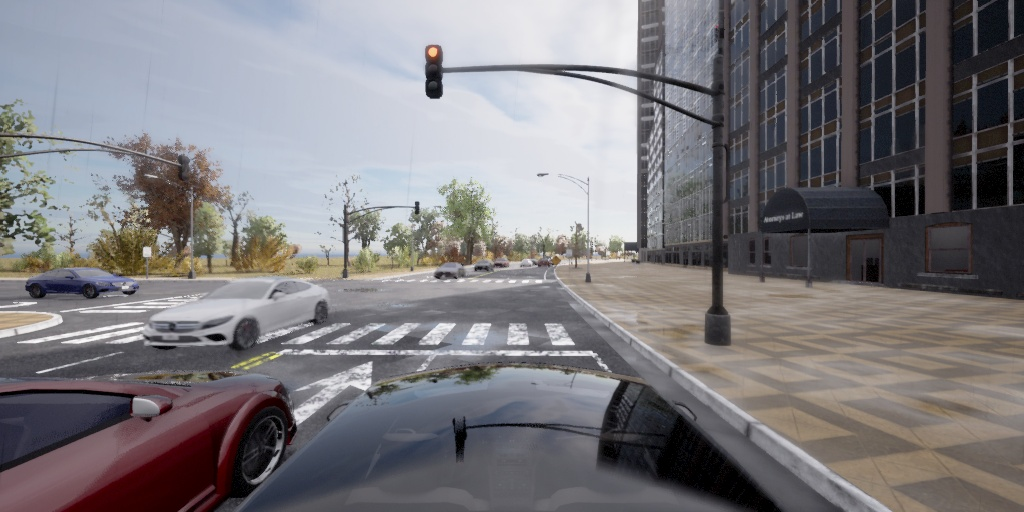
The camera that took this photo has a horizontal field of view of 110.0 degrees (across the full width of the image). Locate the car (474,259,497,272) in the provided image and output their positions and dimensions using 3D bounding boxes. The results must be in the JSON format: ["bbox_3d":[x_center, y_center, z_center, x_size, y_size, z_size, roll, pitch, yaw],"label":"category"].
[{"bbox_3d":[-3.682,1.254,47.078,1.837,1.490,4.892,0,0,8],"label":"car"}]

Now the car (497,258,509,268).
[{"bbox_3d":[-1.827,1.104,59.990,2.097,1.767,4.553,0,0,9],"label":"car"}]

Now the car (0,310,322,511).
[{"bbox_3d":[-3.108,1.314,1.836,1.994,1.385,4.181,0,0,0],"label":"car"}]

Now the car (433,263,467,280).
[{"bbox_3d":[-5.305,1.295,31.666,2.033,1.411,5.357,0,0,5],"label":"car"}]

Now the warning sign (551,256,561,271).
[{"bbox_3d":[5.397,0.868,43.986,1.300,1.860,1.060,0,0,7],"label":"warning sign"}]

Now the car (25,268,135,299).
[{"bbox_3d":[-21.674,1.322,18.105,4.674,1.442,1.812,0,0,4],"label":"car"}]

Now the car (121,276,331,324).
[{"bbox_3d":[-6.462,1.274,9.165,1.812,1.442,4.674,0,0,1],"label":"car"}]
